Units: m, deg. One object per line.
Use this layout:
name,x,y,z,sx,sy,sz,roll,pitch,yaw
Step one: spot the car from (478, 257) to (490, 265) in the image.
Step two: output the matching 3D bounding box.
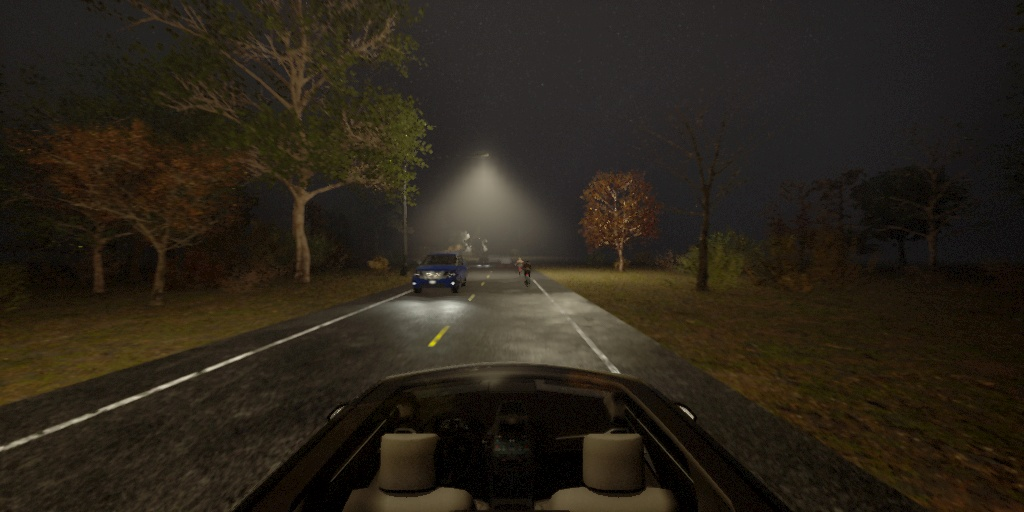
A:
car,-4.685,0.792,60.278,2.033,1.411,5.357,0,1,-2

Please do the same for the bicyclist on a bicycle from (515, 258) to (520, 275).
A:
bicyclist on a bicycle,0.670,0.933,30.149,0.866,1.612,1.509,0,0,-1

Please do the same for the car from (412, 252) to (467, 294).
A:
car,-3.700,0.818,19.324,2.150,2.045,5.566,0,1,-1

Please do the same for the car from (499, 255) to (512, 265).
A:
car,-1.065,0.764,58.945,1.812,1.442,4.674,0,1,-2

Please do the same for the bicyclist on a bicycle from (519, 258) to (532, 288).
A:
bicyclist on a bicycle,0.852,1.041,19.858,0.582,1.620,1.656,0,0,-1
